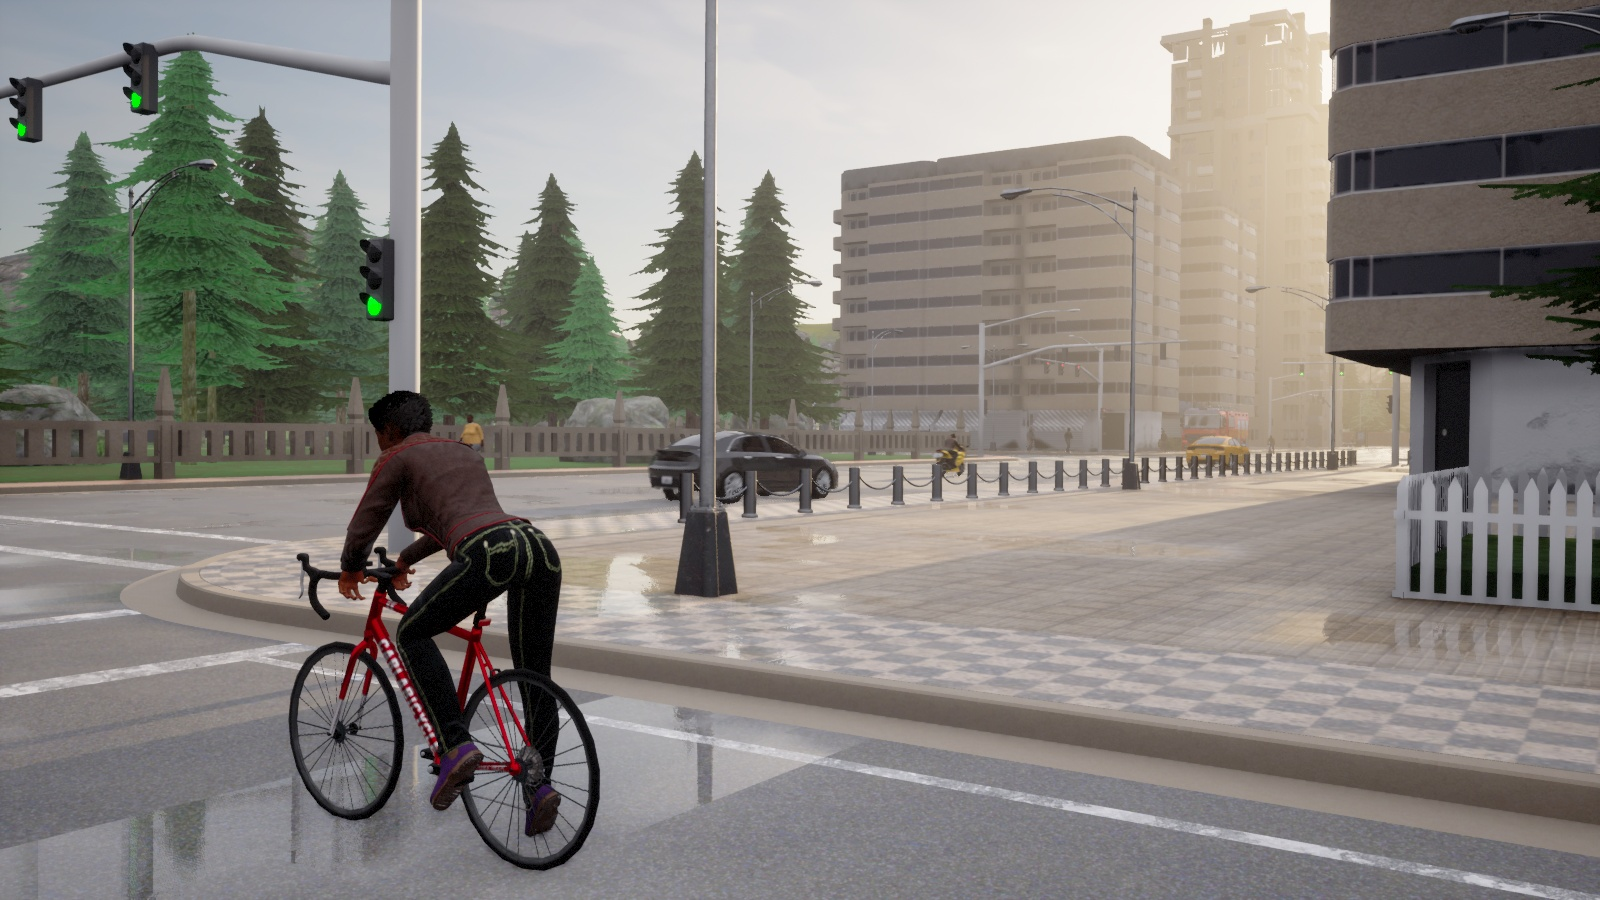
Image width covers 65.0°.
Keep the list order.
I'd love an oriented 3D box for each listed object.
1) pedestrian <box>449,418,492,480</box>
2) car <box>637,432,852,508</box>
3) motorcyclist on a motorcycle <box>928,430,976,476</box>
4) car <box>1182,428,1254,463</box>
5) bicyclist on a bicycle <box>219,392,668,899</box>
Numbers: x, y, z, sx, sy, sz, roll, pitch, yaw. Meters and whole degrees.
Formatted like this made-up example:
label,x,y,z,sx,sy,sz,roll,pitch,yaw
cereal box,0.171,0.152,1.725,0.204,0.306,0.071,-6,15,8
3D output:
label,x,y,z,sx,sy,sz,roll,pitch,yaw
pedestrian,-10.049,-0.042,38.310,0.874,1.855,0.900,0,1,33
car,-1.098,0.372,27.430,1.837,1.490,4.892,0,1,41
motorcyclist on a motorcycle,5.206,0.079,42.989,0.797,1.523,2.044,0,1,34
car,19.315,-0.256,57.875,1.882,1.535,5.008,0,1,34
bicyclist on a bicycle,-1.313,0.635,4.495,1.656,1.620,0.582,0,1,34
